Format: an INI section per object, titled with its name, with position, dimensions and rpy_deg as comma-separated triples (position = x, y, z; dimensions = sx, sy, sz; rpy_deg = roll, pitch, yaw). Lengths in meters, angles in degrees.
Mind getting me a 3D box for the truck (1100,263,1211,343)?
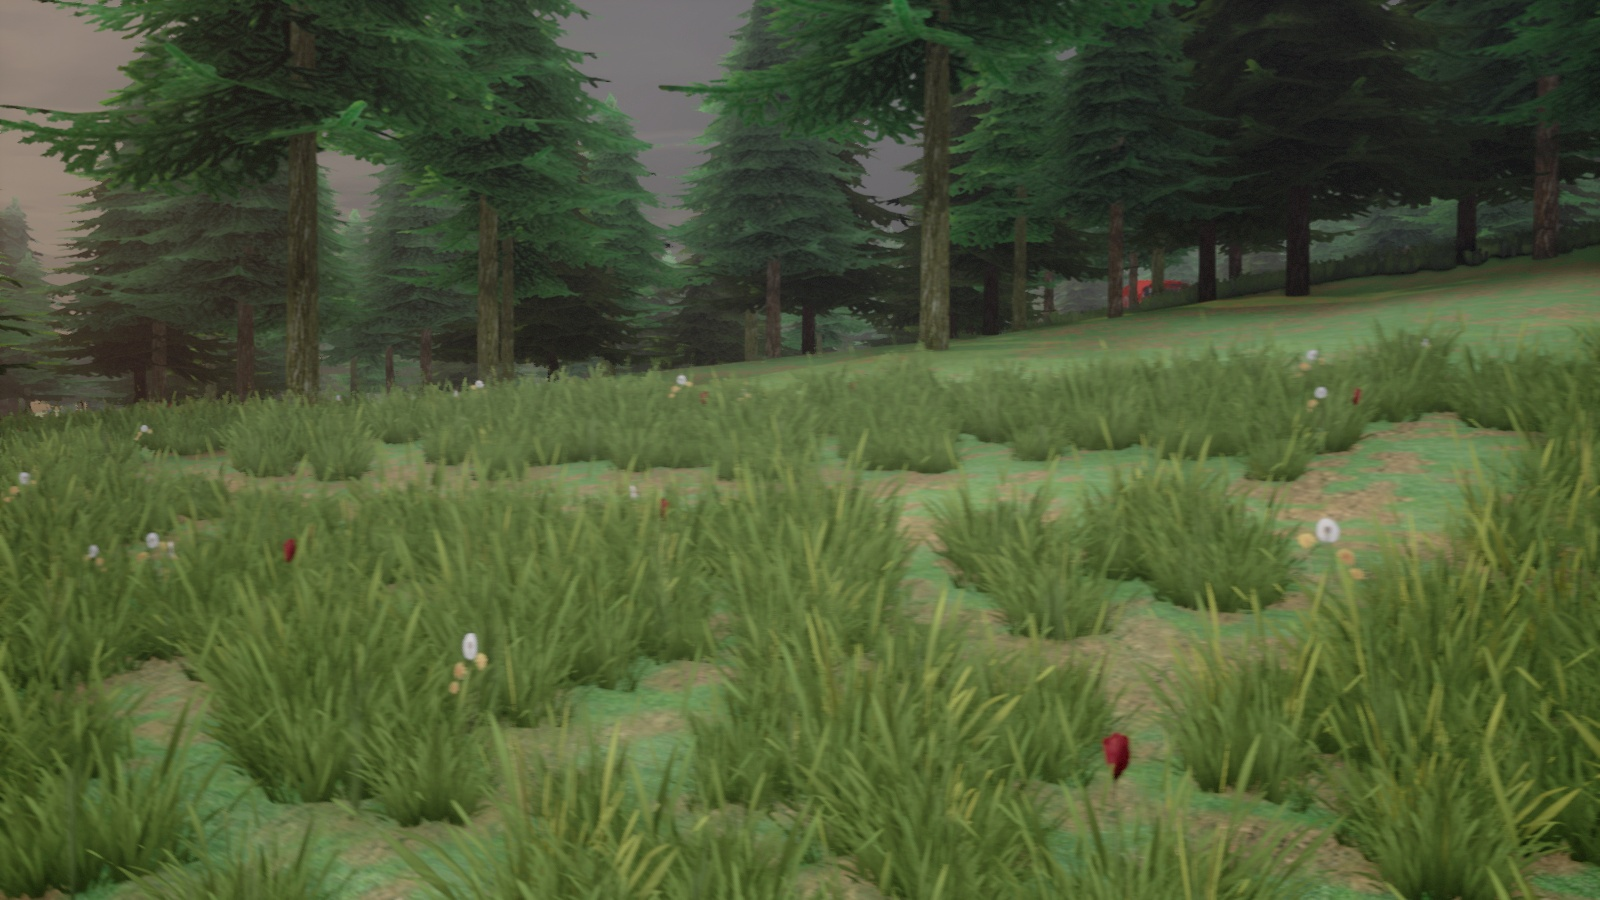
[truck]
position = 15.092, -6.210, 53.714
dimensions = 2.627, 2.467, 5.204
rpy_deg = -1, -4, -7
